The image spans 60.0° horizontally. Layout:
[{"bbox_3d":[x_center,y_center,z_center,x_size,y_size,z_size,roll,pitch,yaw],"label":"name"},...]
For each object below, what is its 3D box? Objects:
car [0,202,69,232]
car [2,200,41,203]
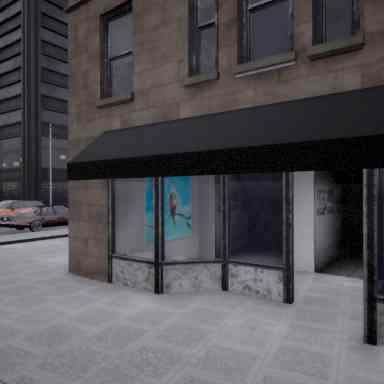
[{"bbox_3d":[-8.451,1.491,19.765,2.033,1.411,5.357,0,0,35],"label":"car"},{"bbox_3d":[-11.369,1.311,21.013,2.097,1.767,4.553,0,0,35],"label":"car"}]
